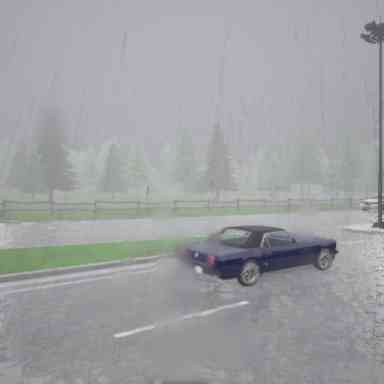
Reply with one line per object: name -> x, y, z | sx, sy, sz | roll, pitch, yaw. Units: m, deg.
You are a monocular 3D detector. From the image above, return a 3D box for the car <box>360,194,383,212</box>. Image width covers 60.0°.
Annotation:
car -> 21.673, 1.222, 37.946 | 5.566, 2.045, 2.150 | 0, 0, -28

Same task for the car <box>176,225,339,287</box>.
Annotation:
car -> 2.005, 1.595, 9.317 | 4.718, 1.301, 1.895 | 0, 0, -34
